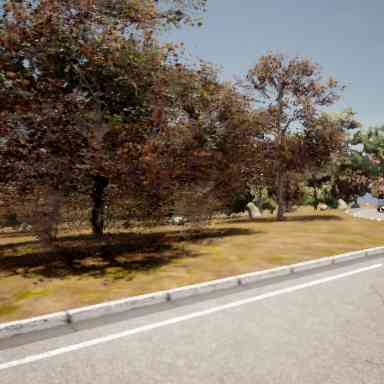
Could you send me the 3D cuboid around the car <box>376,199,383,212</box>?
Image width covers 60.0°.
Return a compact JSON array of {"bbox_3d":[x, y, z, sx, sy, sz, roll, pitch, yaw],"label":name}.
[{"bbox_3d":[21.410,1.387,35.780,4.892,1.490,1.837,0,-1,-45],"label":"car"}]
